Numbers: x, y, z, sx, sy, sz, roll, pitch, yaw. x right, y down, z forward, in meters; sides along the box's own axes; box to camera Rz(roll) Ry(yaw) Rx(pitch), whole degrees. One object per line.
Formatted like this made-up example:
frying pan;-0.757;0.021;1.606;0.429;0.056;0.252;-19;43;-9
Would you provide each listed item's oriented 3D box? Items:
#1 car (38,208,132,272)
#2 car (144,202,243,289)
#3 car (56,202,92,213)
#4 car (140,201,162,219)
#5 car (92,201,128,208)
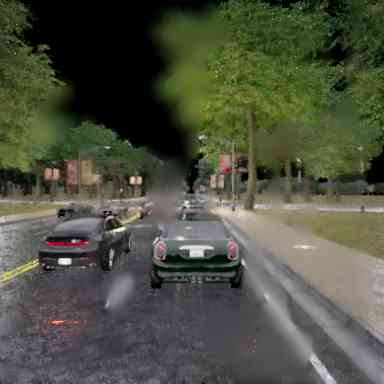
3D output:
car;-3.151;1.470;10.666;1.837;1.490;4.892;0;0;0
car;0.099;1.323;9.262;2.097;1.767;4.553;0;0;0
car;-9.840;1.523;28.398;1.895;1.301;4.718;0;0;0
car;-3.154;1.450;27.632;1.812;1.442;4.674;0;0;0
car;-6.588;1.488;27.900;1.994;1.385;4.181;0;0;0
